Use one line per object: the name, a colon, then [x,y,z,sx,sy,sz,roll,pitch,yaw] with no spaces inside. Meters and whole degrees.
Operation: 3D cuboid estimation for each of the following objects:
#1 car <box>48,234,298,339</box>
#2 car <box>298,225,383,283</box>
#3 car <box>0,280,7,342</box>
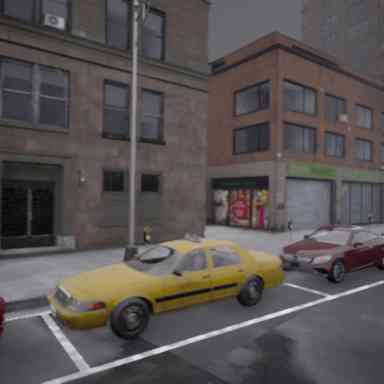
car: [-0.205,1.561,6.612,4.829,1.417,1.752,1,0,-36]
car: [4.402,1.675,9.905,4.206,1.307,1.802,1,0,-36]
car: [-4.536,1.527,3.518,4.507,1.381,1.887,1,0,-36]
